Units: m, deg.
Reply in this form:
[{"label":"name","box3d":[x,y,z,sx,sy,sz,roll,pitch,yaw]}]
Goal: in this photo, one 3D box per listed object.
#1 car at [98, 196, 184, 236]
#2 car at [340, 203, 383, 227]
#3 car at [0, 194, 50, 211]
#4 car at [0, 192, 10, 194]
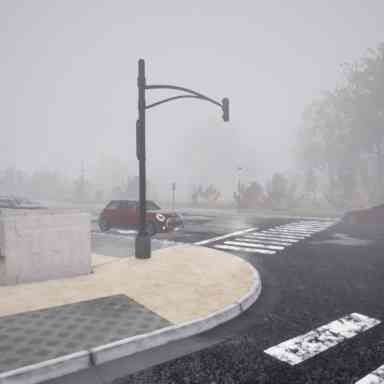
[{"label":"car","box3d":[-2.604,1.135,16.943,4.553,1.767,2.097,1,1,32]},{"label":"car","box3d":[11.368,1.372,19.742,4.674,1.442,1.812,1,1,34]},{"label":"car","box3d":[-11.685,1.109,22.582,4.902,1.511,2.128,1,1,31]},{"label":"car","box3d":[-23.849,0.723,41.056,4.902,1.511,2.128,1,1,29]}]
